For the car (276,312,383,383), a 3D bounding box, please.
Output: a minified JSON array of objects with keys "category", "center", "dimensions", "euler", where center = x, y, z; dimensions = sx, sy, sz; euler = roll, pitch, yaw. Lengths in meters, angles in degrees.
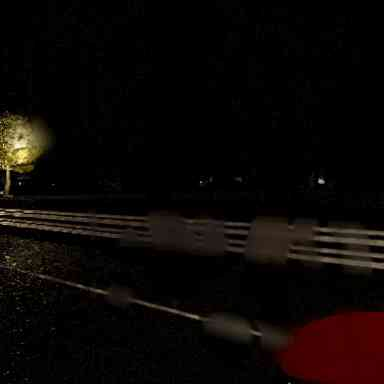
[{"category":"car","center":[2.974,1.477,1.869],"dimensions":[5.008,1.535,1.882],"euler":[0,0,36]}]
